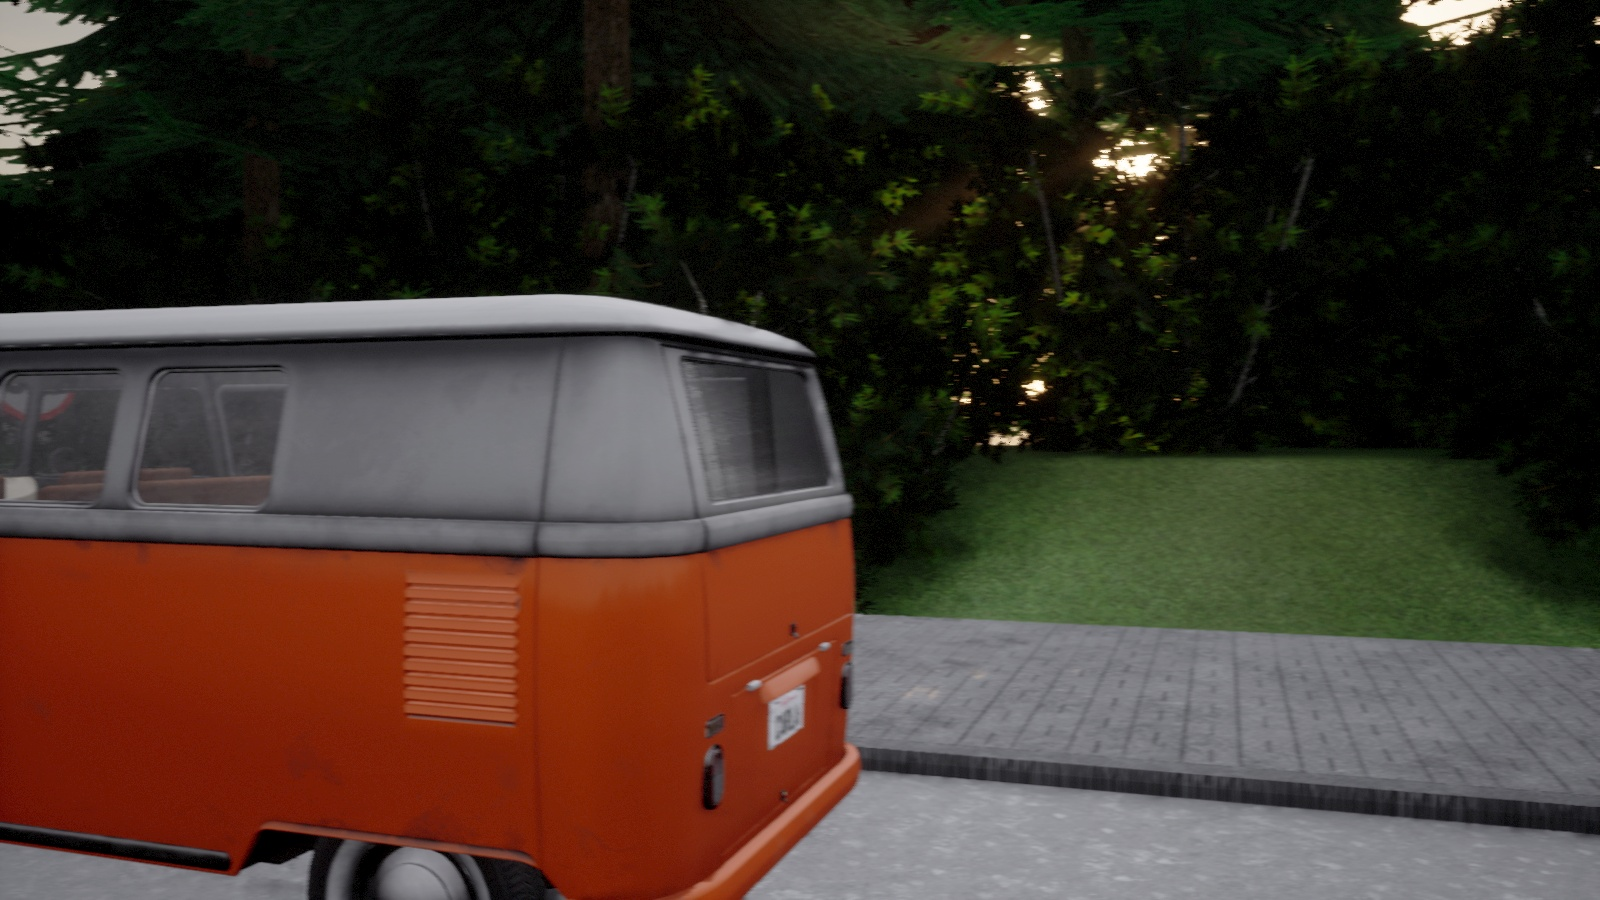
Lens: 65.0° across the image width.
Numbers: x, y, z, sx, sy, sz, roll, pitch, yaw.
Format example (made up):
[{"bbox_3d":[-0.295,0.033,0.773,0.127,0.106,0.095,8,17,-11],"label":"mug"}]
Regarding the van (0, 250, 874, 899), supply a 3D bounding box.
[{"bbox_3d":[-2.127,0.495,4.433,4.442,1.987,1.775,1,1,19],"label":"van"}]
